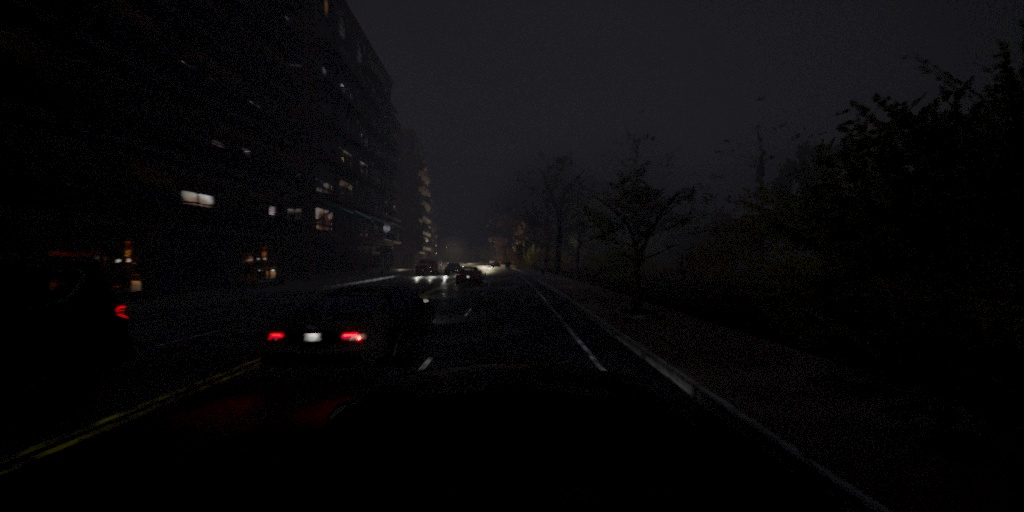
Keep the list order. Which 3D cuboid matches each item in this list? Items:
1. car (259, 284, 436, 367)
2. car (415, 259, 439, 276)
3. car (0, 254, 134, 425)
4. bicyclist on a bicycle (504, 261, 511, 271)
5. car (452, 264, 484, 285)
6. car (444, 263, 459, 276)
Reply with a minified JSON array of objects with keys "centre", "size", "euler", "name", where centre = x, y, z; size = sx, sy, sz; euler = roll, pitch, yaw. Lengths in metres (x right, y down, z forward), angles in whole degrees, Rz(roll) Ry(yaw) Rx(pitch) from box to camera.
[{"centre":[-3.153,1.354,8.191],"size":[2.033,1.411,5.357],"euler":[0,-1,0],"name":"car"},{"centre":[-10.570,1.352,44.854],"size":[2.150,2.045,5.566],"euler":[0,0,-2],"name":"car"},{"centre":[-6.600,0.981,2.854],"size":[2.150,2.045,5.566],"euler":[0,-1,0],"name":"car"},{"centre":[-0.467,1.598,56.877],"size":[0.659,1.776,1.843],"euler":[0,0,-4],"name":"bicyclist on a bicycle"},{"centre":[-3.356,1.554,28.973],"size":[1.994,1.385,4.181],"euler":[0,-1,-1],"name":"car"},{"centre":[-7.311,1.631,44.689],"size":[1.837,1.490,4.892],"euler":[0,0,-2],"name":"car"}]
